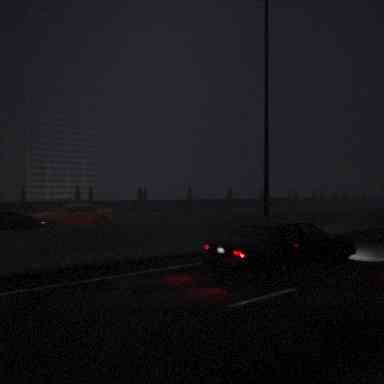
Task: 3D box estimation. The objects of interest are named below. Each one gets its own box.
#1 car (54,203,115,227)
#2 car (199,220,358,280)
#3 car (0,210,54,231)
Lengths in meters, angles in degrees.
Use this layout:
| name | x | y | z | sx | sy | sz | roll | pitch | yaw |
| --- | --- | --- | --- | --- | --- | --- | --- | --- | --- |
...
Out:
| name | x | y | z | sx | sy | sz | roll | pitch | yaw |
| --- | --- | --- | --- | --- | --- | --- | --- | --- | --- |
| car | -7.229 | 1.482 | 20.331 | 5.008 | 1.535 | 1.882 | 0 | 0 | -35 |
| car | 2.778 | 1.553 | 10.025 | 5.357 | 1.411 | 2.033 | 0 | 0 | -35 |
| car | -8.959 | 1.527 | 14.798 | 4.674 | 1.442 | 1.812 | 0 | 0 | -35 |
